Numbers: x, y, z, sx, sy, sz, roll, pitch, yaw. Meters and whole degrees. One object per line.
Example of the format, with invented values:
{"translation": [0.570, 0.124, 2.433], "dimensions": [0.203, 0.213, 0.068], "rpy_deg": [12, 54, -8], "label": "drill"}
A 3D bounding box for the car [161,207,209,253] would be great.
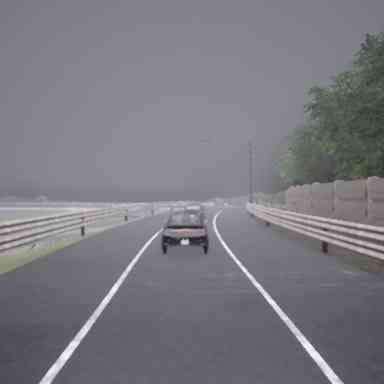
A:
{"translation": [-0.272, 1.628, 14.415], "dimensions": [2.128, 1.511, 4.902], "rpy_deg": [0, 0, 0], "label": "car"}

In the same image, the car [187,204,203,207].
{"translation": [0.226, 1.790, 29.356], "dimensions": [1.812, 1.442, 4.674], "rpy_deg": [0, 0, 5], "label": "car"}
